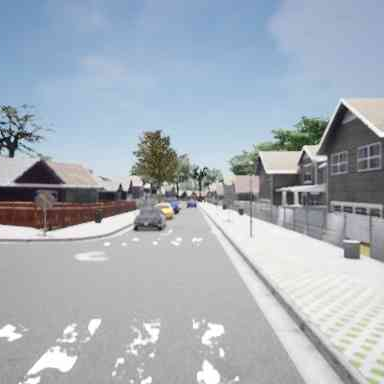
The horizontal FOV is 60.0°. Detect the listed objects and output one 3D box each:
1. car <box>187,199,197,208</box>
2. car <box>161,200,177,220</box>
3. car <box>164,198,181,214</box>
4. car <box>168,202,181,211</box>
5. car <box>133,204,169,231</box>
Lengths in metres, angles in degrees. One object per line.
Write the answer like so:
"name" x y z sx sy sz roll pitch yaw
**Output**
"car" -0.031 2.389 65.350 1.882 1.535 5.008 0 -1 0
"car" -2.862 1.906 33.026 1.882 1.535 5.008 0 -1 0
"car" -2.853 1.809 44.183 2.150 2.045 5.566 0 -1 1
"car" -2.829 2.339 54.346 1.895 1.301 4.718 0 -1 0
"car" -2.855 1.799 23.156 1.837 1.490 4.892 0 -1 0
